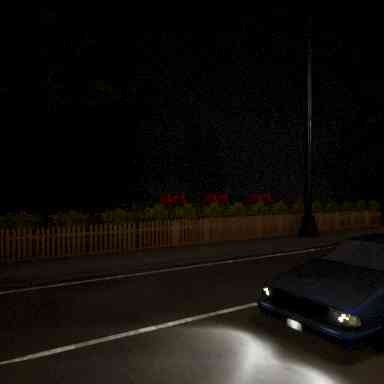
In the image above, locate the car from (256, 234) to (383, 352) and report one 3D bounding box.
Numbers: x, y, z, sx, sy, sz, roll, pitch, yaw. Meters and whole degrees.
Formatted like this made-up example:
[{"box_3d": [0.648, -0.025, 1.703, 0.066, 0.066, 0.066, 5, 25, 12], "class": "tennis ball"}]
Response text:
[{"box_3d": [3.759, 1.551, 6.264, 5.357, 1.411, 2.033, 0, 0, -32], "class": "car"}]
